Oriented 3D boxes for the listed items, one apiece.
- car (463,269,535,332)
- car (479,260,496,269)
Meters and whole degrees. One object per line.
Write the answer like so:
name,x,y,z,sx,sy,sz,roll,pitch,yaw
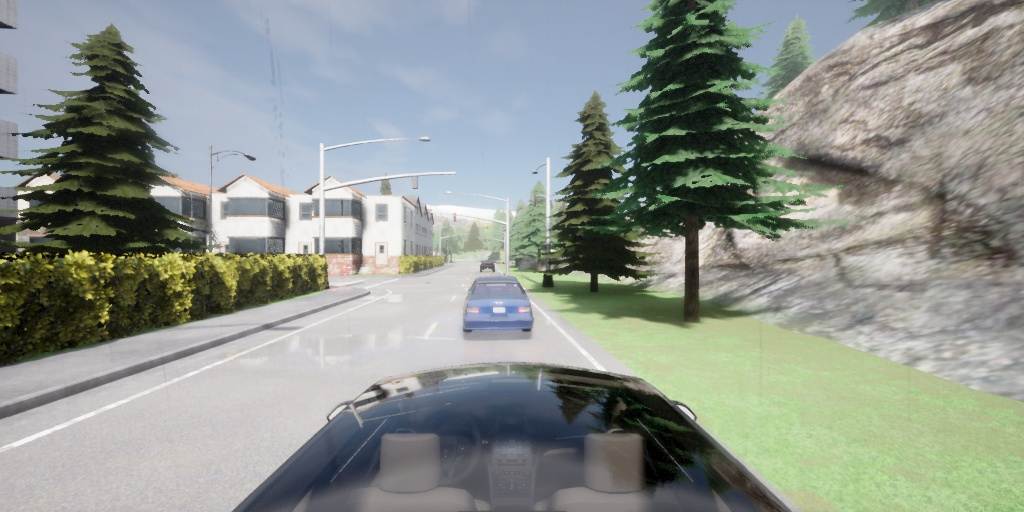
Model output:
car,-0.478,1.297,10.802,2.033,1.411,5.357,0,0,-4
car,-3.107,1.255,45.295,1.837,1.490,4.892,0,0,-4
